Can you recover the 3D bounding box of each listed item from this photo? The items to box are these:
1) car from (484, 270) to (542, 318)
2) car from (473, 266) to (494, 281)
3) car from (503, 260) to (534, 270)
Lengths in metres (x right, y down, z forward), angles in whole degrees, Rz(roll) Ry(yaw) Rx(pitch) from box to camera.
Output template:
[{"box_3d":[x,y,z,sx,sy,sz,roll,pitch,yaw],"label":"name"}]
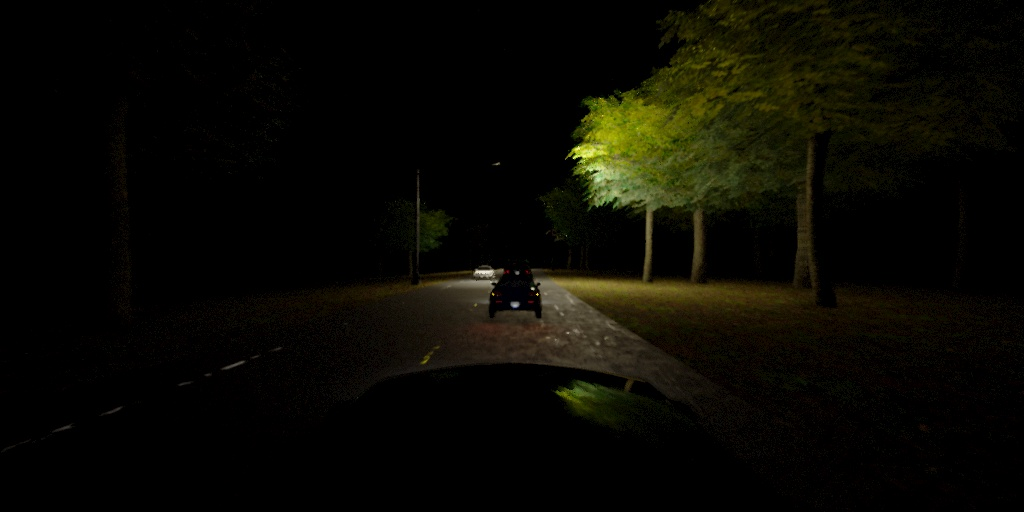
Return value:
[{"box_3d":[0.155,1.428,13.762,1.812,1.442,4.674,0,-1,1],"label":"car"},{"box_3d":[-2.776,1.712,36.468,1.812,1.442,4.674,0,-1,2],"label":"car"},{"box_3d":[0.481,1.305,28.024,2.150,2.045,5.566,0,0,2],"label":"car"}]
